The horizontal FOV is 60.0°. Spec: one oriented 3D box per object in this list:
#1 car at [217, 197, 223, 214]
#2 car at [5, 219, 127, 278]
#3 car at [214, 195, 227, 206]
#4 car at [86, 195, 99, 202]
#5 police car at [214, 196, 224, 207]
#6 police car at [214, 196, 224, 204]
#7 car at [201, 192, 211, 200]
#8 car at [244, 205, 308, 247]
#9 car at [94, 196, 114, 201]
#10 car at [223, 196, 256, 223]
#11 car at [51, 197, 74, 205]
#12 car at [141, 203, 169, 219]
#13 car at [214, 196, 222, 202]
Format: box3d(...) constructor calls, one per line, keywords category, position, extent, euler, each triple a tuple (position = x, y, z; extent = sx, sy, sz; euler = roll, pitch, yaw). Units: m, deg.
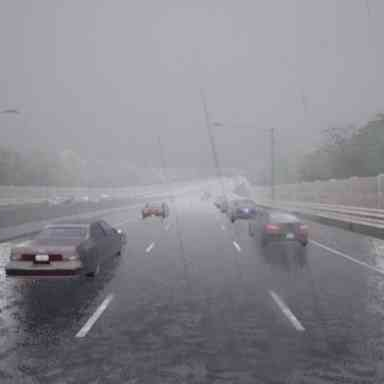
box3d(category="car", position=(4.078, 1.562, 35.993), extent=(1.994, 1.385, 4.181), euler=(0, 0, 2))
box3d(category="car", position=(-3.344, 1.517, 9.979), extent=(2.033, 1.411, 5.357), euler=(0, 0, 1))
box3d(category="car", position=(4.964, 1.439, 57.735), extent=(2.097, 1.767, 4.553), euler=(0, 0, 3))
box3d(category="car", position=(-16.182, 1.387, 55.947), extent=(2.097, 1.767, 4.553), euler=(0, 0, 3))
box3d(category="police car", position=(4.472, 1.551, 46.883), extent=(2.038, 1.542, 4.974), euler=(0, 0, 2))
box3d(category="police car", position=(5.560, 1.598, 68.642), extent=(2.038, 1.542, 4.974), euler=(0, 0, 3))
box3d(category="car", position=(3.428, 1.493, 89.135), extent=(1.994, 1.385, 4.181), euler=(0, 0, 4))
box3d(category="car", position=(3.713, 1.494, 14.830), extent=(1.812, 1.442, 4.674), euler=(0, 0, 0))
box3d(category="car", position=(-12.928, 1.628, 50.976), extent=(1.895, 1.301, 4.718), euler=(0, 0, 3))
box3d(category="car", position=(3.786, 1.323, 25.069), extent=(2.097, 1.767, 4.553), euler=(0, 0, 1))
box3d(category="car", position=(-19.913, 1.505, 51.357), extent=(2.128, 1.511, 4.902), euler=(0, 0, 3))
box3d(category="car", position=(-3.024, 1.569, 28.552), extent=(1.895, 1.301, 4.718), euler=(0, 0, 1))
box3d(category="car", position=(6.257, 1.665, 79.540), extent=(1.895, 1.301, 4.718), euler=(0, 0, 4))
